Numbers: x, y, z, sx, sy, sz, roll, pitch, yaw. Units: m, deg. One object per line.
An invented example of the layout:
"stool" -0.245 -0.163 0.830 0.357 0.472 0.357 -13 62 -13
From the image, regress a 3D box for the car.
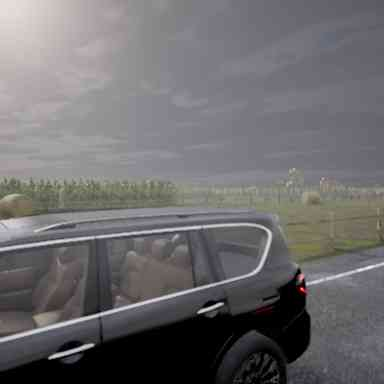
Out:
"car" -1.269 1.217 3.026 5.566 2.045 2.150 -1 0 -35
